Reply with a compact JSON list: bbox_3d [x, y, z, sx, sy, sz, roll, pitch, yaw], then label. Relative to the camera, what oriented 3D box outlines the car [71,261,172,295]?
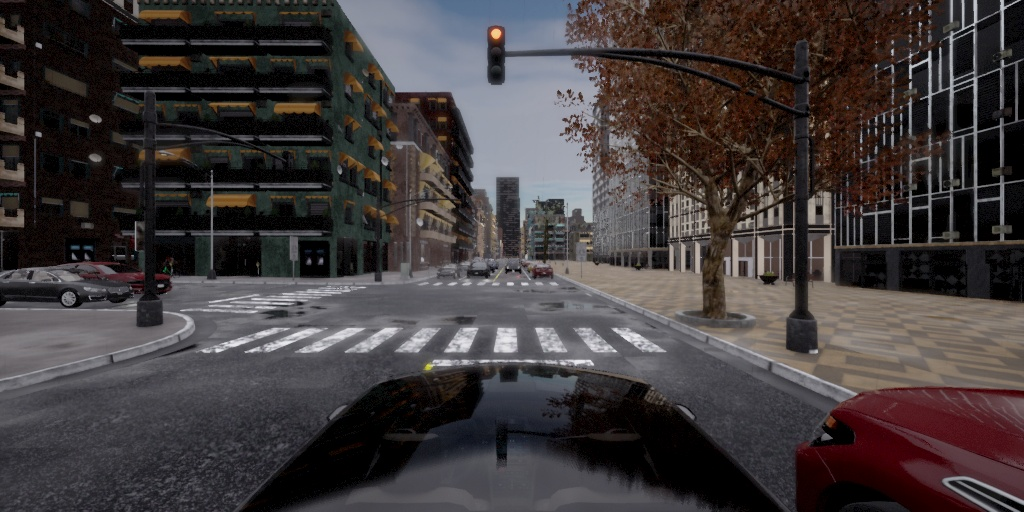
[{"bbox_3d":[-17.756,1.003,15.568,5.008,1.535,1.882,1,0,0],"label":"car"}]

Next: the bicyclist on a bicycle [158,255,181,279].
[{"bbox_3d":[-23.138,0.761,24.260,0.582,1.620,1.656,1,0,-1],"label":"bicyclist on a bicycle"}]

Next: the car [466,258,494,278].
[{"bbox_3d":[-3.051,1.241,33.676,1.882,1.535,5.008,0,0,0],"label":"car"}]

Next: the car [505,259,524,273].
[{"bbox_3d":[0.155,1.373,43.456,1.895,1.301,4.718,0,0,0],"label":"car"}]

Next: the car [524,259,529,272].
[{"bbox_3d":[2.747,1.298,43.616,1.751,1.417,4.829,0,0,0],"label":"car"}]

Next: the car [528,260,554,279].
[{"bbox_3d":[2.732,1.307,32.381,1.888,1.381,4.507,0,0,0],"label":"car"}]

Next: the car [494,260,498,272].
[{"bbox_3d":[-3.025,1.374,43.700,1.895,1.301,4.718,0,0,0],"label":"car"}]

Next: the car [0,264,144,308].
[{"bbox_3d":[-16.420,1.091,12.991,4.403,1.370,2.007,0,0,0],"label":"car"}]

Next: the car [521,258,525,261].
[{"bbox_3d":[2.769,1.375,60.043,1.802,1.307,4.207,0,0,0],"label":"car"}]

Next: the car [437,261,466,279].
[{"bbox_3d":[-5.648,1.313,32.392,2.007,1.370,4.403,0,0,0],"label":"car"}]
